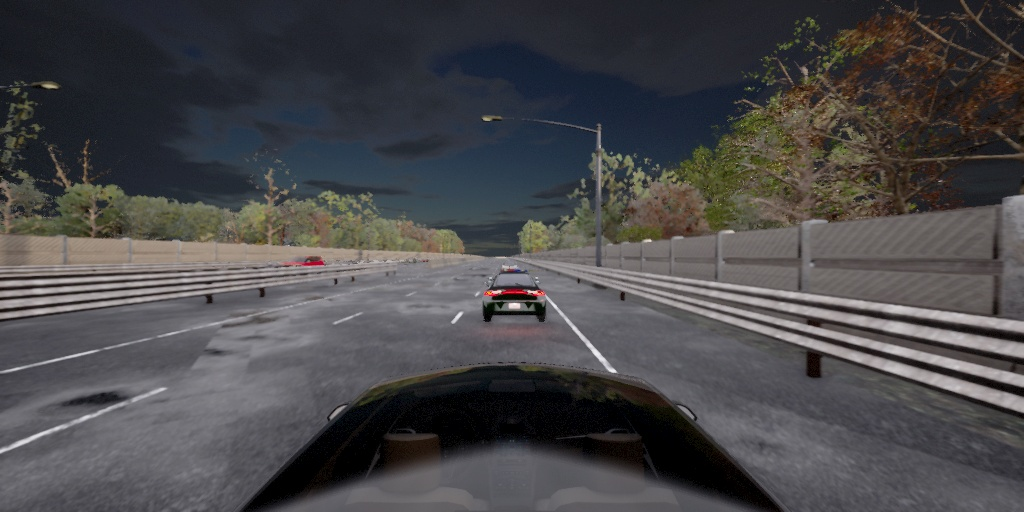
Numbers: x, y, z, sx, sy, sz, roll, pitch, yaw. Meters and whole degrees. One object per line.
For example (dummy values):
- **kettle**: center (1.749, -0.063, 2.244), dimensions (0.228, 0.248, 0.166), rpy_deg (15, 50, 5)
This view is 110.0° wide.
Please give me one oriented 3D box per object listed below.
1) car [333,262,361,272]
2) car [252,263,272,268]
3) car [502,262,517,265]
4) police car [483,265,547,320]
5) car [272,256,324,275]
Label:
- **car**: center (-17.895, 1.330, 39.151), dimensions (1.994, 1.385, 4.181), rpy_deg (0, 0, 0)
- **car**: center (-24.875, 1.366, 36.933), dimensions (1.895, 1.301, 4.718), rpy_deg (0, 0, 0)
- **car**: center (-0.305, 1.370, 44.513), dimensions (1.895, 1.301, 4.718), rpy_deg (0, 0, -1)
- **police car**: center (0.065, 1.258, 12.704), dimensions (2.038, 1.542, 4.974), rpy_deg (0, 0, 0)
- **car**: center (-21.375, 0.987, 36.619), dimensions (2.150, 2.045, 5.566), rpy_deg (0, 0, 0)
